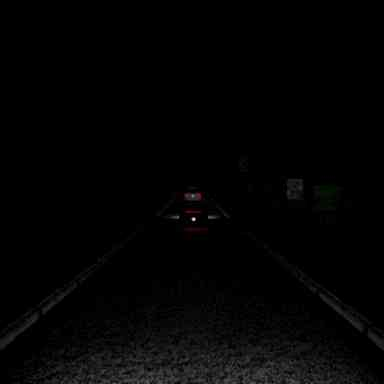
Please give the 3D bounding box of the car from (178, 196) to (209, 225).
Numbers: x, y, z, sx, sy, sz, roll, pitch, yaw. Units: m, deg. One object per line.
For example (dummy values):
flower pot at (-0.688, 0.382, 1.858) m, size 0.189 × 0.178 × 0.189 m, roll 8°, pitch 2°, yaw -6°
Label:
car at (0.105, 1.331, 22.636) m, size 1.837 × 1.490 × 4.892 m, roll 0°, pitch 2°, yaw 0°

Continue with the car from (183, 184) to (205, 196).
car at (0.110, 0.412, 41.435) m, size 2.150 × 2.045 × 5.566 m, roll 0°, pitch 3°, yaw 0°
